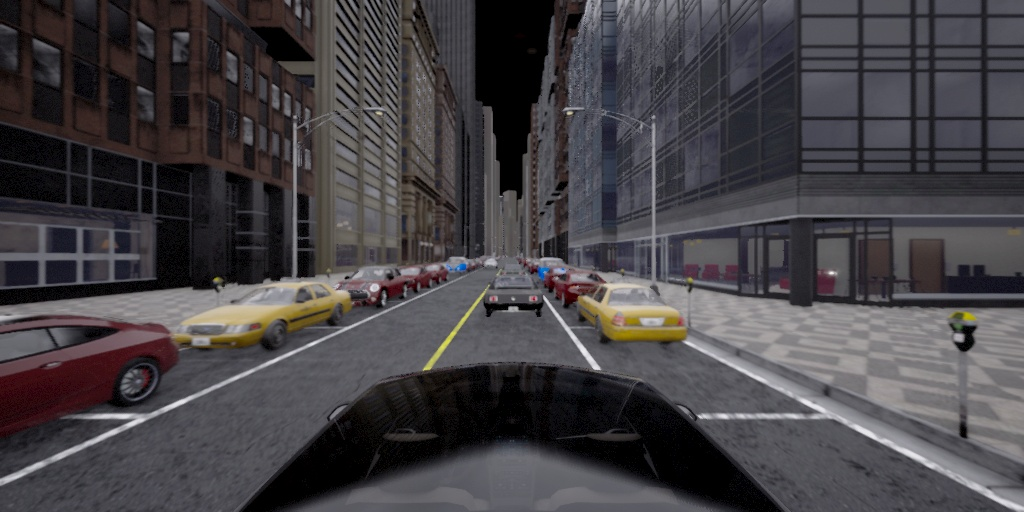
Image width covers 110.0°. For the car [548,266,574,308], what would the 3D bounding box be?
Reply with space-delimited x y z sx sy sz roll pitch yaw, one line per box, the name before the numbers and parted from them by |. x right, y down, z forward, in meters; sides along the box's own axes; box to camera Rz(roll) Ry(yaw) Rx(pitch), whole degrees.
car | 2.768 1.265 14.834 1.888 1.381 4.507 0 0 0

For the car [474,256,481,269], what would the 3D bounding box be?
car | -5.746 1.082 48.439 1.967 1.591 4.097 0 0 0

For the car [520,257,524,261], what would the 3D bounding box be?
car | 2.783 1.162 59.650 1.888 1.381 4.507 0 0 0

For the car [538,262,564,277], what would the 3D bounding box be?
car | 2.769 1.251 20.435 1.888 1.381 4.507 0 0 0

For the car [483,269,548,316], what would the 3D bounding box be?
car | 0.066 1.324 13.130 1.895 1.301 4.718 0 0 0

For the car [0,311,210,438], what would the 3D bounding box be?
car | -5.762 1.328 3.624 1.802 1.307 4.207 0 0 0

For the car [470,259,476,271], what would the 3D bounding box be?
car | -5.748 1.237 42.837 1.802 1.307 4.207 0 0 0

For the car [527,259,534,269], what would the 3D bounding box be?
car | 2.775 1.213 37.242 1.888 1.381 4.507 0 0 0

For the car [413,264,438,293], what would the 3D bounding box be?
car | -5.756 1.252 20.429 1.888 1.381 4.507 0 0 0

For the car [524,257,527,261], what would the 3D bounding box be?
car | 2.777 1.095 42.844 1.967 1.591 4.097 0 0 0

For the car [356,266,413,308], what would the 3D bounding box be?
car | -5.758 1.159 14.828 1.967 1.591 4.097 0 0 0

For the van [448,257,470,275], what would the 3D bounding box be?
van | -5.750 1.009 37.235 1.690 1.789 3.998 0 0 0

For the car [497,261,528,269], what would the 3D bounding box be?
car | 0.072 1.290 28.140 1.895 1.301 4.718 0 0 0

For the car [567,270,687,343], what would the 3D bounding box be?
car | 2.766 1.258 9.401 1.751 1.417 4.829 0 0 0

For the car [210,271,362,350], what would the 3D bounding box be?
car | -5.760 1.258 9.056 1.751 1.417 4.829 0 0 0

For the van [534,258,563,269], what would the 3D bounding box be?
van | 2.771 1.034 26.037 1.690 1.789 3.998 0 0 0

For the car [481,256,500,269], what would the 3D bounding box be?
car | -3.062 1.160 51.973 1.812 1.442 4.674 0 0 0

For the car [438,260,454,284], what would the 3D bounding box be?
car | -5.754 1.239 26.032 1.888 1.381 4.507 0 0 0
